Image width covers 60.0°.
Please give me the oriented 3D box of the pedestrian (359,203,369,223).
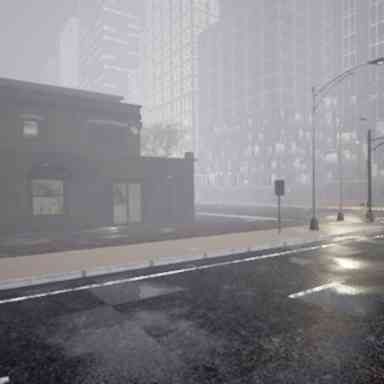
[{"bbox_3d":[10.483,1.244,20.277,0.375,1.300,0.375,-1,0,-35],"label":"pedestrian"}]
